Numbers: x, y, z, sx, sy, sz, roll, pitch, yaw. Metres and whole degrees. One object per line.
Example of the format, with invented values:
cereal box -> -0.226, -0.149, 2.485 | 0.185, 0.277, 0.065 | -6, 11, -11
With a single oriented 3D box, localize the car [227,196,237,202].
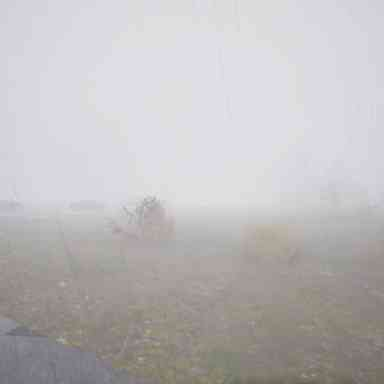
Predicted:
car -> 10.752, 1.654, 85.771 | 1.882, 1.535, 5.008 | 0, 0, 34

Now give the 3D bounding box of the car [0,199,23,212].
car -> -21.659, 1.551, 37.412 | 1.882, 1.535, 5.008 | 0, 1, 34

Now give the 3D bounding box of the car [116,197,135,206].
car -> -10.271, 1.658, 54.405 | 1.837, 1.490, 4.892 | 0, 2, 34

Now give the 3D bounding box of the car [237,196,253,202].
car -> 13.409, 1.712, 80.632 | 2.128, 1.511, 4.902 | 0, 0, 27

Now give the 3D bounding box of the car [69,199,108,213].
car -> -12.065, 1.576, 39.133 | 1.837, 1.490, 4.892 | 0, 0, 34
